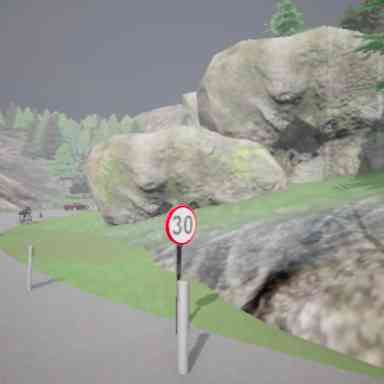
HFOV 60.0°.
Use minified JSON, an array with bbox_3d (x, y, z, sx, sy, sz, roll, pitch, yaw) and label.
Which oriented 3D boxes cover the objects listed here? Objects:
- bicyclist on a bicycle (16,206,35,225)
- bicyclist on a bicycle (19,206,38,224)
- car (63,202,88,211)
[{"bbox_3d":[-15.399,2.168,30.665,1.656,1.620,0.582,-3,0,-10],"label":"bicyclist on a bicycle"},{"bbox_3d":[-15.567,2.183,31.658,1.656,1.620,0.582,-3,-1,25],"label":"bicyclist on a bicycle"},{"bbox_3d":[-20.067,2.484,57.593,1.882,1.535,5.008,0,0,20],"label":"car"}]
